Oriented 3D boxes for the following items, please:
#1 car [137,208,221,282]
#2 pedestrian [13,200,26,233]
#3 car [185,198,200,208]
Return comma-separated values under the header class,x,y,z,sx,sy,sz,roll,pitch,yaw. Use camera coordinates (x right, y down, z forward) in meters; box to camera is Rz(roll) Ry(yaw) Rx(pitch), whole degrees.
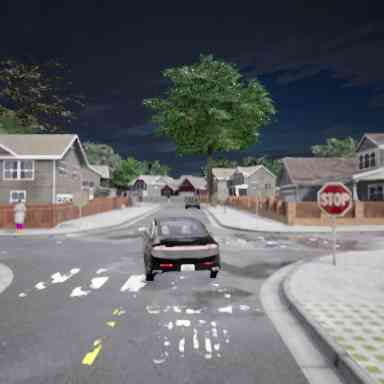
class,x,y,z,sx,sy,sz,roll,pitch,yaw
car,-0.524,1.461,9.786,2.128,1.511,4.902,-1,0,-10
pedestrian,-9.671,1.346,18.616,0.375,1.860,0.375,0,-1,1
car,0.070,1.591,47.018,1.994,1.385,4.181,0,0,0
